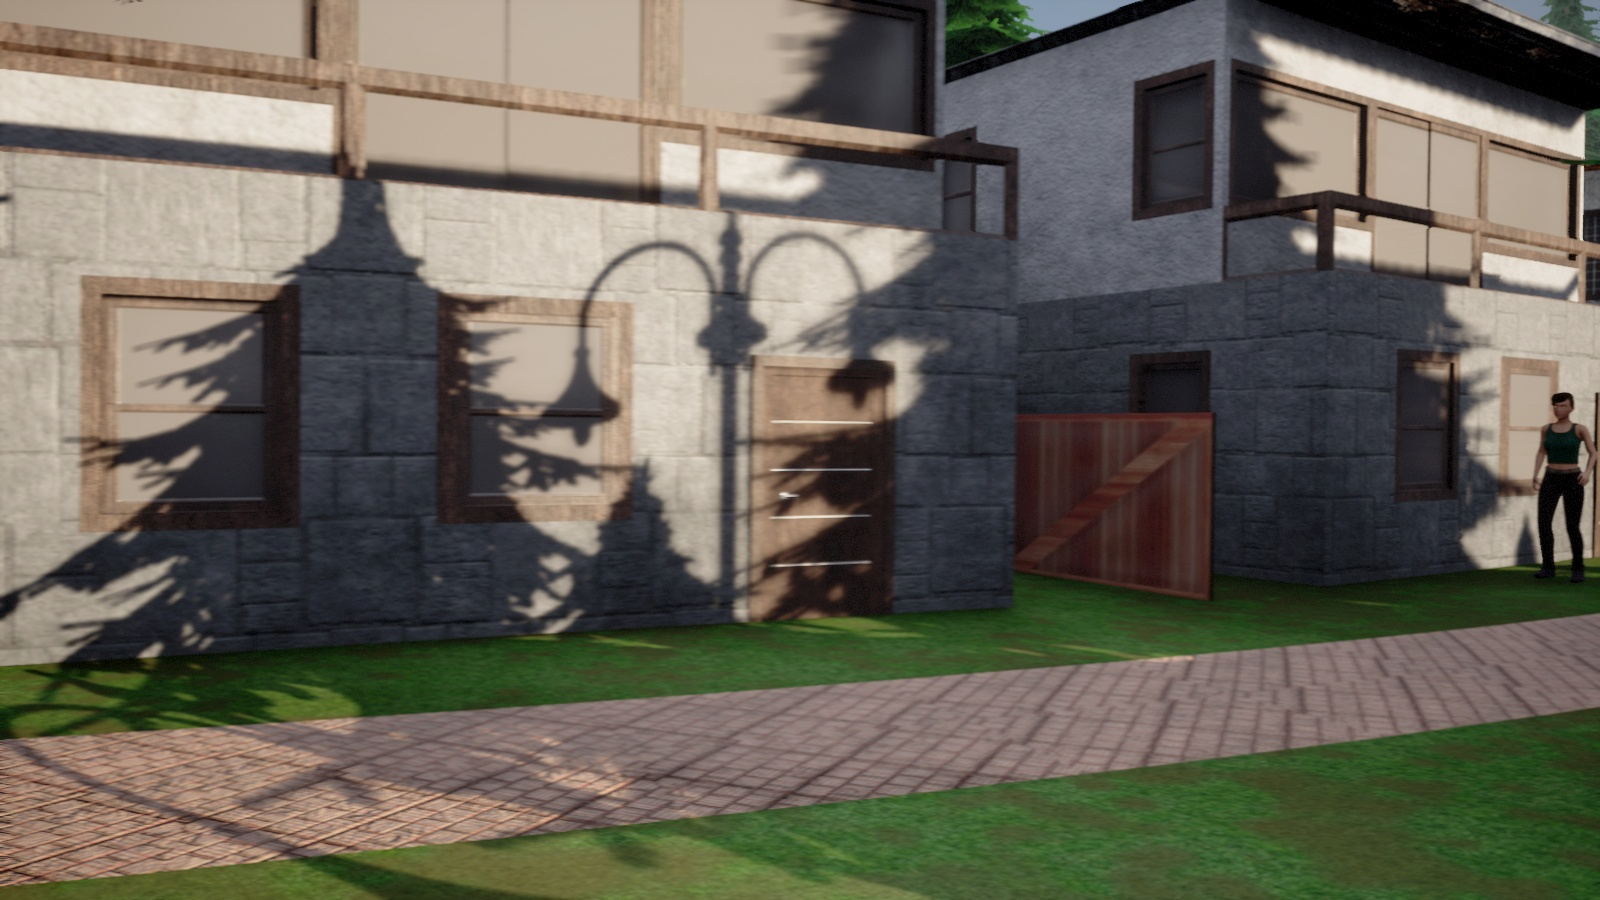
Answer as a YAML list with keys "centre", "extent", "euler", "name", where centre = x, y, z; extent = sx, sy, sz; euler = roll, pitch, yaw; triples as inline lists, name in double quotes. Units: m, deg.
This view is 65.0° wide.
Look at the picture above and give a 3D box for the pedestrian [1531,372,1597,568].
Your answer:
- centre: [7.355, 0.180, 12.088]
  extent: [0.594, 1.836, 0.345]
  euler: [-1, 1, -37]
  name: "pedestrian"
